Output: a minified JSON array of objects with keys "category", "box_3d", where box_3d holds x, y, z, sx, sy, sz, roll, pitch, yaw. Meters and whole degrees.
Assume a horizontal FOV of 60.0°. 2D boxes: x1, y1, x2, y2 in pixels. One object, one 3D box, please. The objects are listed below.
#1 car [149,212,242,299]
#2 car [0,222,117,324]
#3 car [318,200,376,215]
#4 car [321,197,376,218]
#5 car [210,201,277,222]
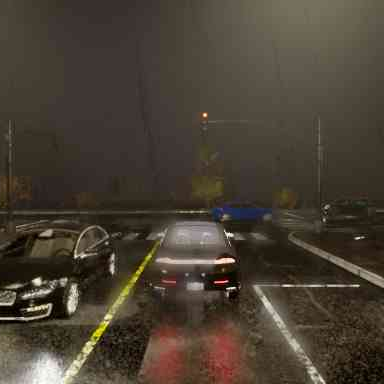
[{"category":"car","box_3d":[0.083,1.489,8.425,2.128,1.511,4.902,0,0,1]},{"category":"car","box_3d":[-3.006,1.504,7.424,1.837,1.490,4.892,0,0,1]},{"category":"car","box_3d":[14.749,1.429,31.811,4.718,1.301,1.895,0,1,-2]},{"category":"car","box_3d":[13.144,1.232,28.529,4.553,1.767,2.097,0,1,-1]},{"category":"car","box_3d":[3.912,1.444,25.217,5.008,1.535,1.882,0,1,1]}]
